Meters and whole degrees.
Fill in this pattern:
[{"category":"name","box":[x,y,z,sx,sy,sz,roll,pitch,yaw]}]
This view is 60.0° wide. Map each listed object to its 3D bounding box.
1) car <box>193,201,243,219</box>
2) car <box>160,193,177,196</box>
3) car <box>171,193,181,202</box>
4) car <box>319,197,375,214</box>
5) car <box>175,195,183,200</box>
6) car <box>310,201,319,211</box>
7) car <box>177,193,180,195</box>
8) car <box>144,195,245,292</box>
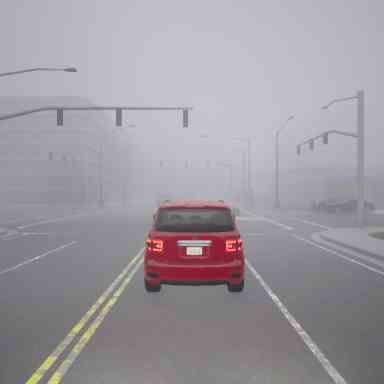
[{"category":"car","box":[2.356,1.543,30.247,4.181,1.385,1.994,0,0,41]},{"category":"car","box":[-3.798,1.221,48.373,2.150,2.045,5.566,0,0,2]},{"category":"car","box":[-3.608,1.225,76.116,2.150,2.045,5.566,0,0,0]},{"category":"car","box":[16.562,1.478,35.079,5.008,1.535,1.882,0,0,0]},{"category":"car","box":[-3.631,1.538,91.562,1.994,1.385,4.181,0,0,0]},{"category":"car","box":[16.103,1.352,38.586,4.553,1.767,2.097,0,0,0]},{"category":"car","box":[-3.636,1.351,65.116,2.097,1.767,4.553,0,0,0]},{"category":"car","box":[0.060,1.221,9.047,2.150,2.045,5.566,0,0,0]}]
